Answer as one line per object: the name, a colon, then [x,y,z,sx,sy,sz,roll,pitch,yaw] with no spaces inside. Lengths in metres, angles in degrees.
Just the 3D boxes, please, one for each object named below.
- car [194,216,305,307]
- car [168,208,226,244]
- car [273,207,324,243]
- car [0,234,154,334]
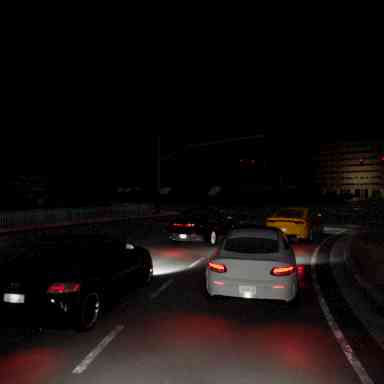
car: [1.525,1.526,7.989,1.812,1.442,4.674,0,0,14]
car: [0.611,1.505,15.397,1.837,1.490,4.892,0,0,23]
car: [5.210,1.477,16.499,1.882,1.535,5.008,0,0,30]
car: [-2.267,1.564,6.962,1.994,1.385,4.181,0,0,11]
